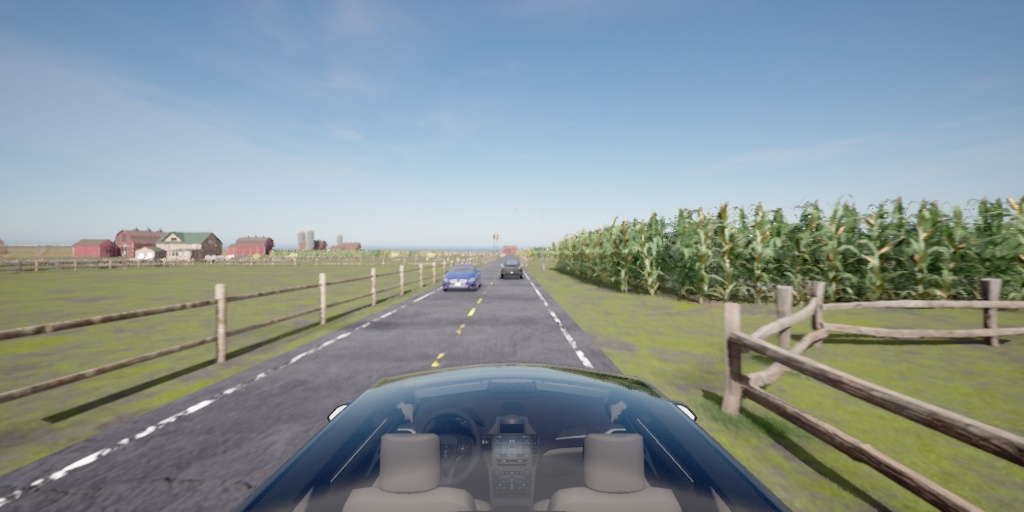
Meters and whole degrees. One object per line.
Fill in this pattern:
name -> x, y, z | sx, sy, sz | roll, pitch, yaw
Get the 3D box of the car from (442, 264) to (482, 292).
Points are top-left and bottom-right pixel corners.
car -> -2.762, 1.187, 20.685 | 1.812, 1.442, 4.674 | 0, 0, 0

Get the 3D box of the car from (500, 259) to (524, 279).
car -> -0.007, 1.082, 30.293 | 2.128, 1.511, 4.902 | 0, 0, 0
